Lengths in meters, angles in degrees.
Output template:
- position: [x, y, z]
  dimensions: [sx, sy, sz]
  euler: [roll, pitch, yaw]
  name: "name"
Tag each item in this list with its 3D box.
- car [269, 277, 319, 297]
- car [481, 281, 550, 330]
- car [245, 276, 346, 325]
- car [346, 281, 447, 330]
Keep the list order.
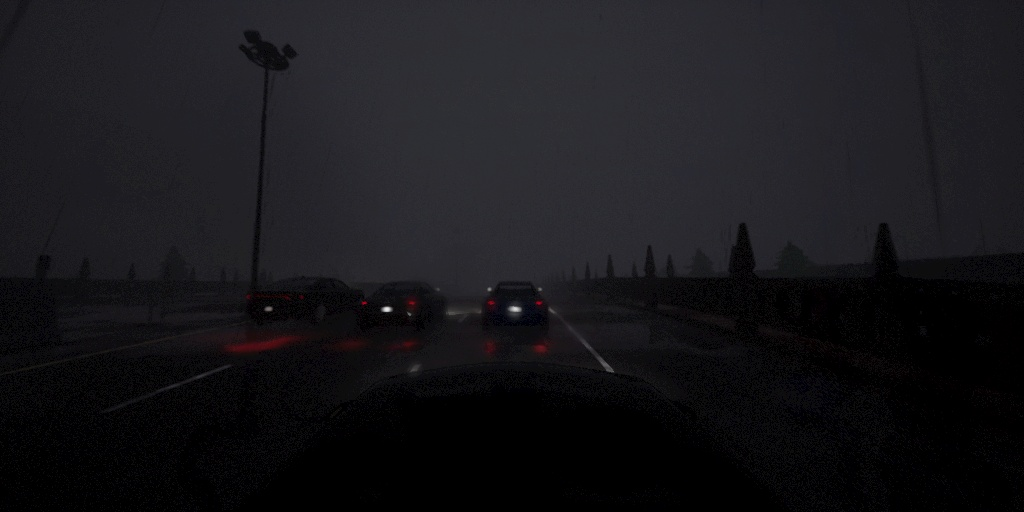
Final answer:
- position: [-21.093, 3.010, 34.974]
  dimensions: [2.097, 1.767, 4.553]
  euler: [0, -5, 0]
  name: "car"
- position: [0.100, 1.502, 11.742]
  dimensions: [1.994, 1.385, 4.181]
  euler: [0, -2, 0]
  name: "car"
- position: [-6.901, 1.454, 12.645]
  dimensions: [1.882, 1.535, 5.008]
  euler: [0, -2, 0]
  name: "car"
- position: [-3.400, 1.502, 11.747]
  dimensions: [1.994, 1.385, 4.181]
  euler: [0, -2, 0]
  name: "car"
